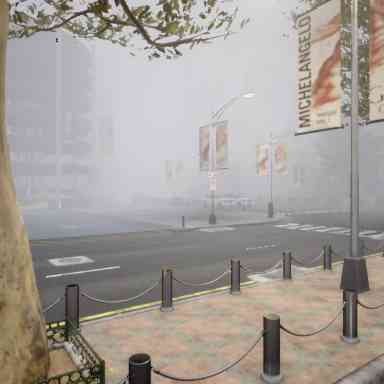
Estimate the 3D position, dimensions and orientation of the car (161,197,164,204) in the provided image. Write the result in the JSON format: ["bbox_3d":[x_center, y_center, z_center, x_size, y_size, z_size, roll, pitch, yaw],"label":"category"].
[{"bbox_3d":[-5.765,1.601,63.974,4.718,1.301,1.895,0,0,43],"label":"car"}]

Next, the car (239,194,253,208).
[{"bbox_3d":[6.425,1.221,48.576,2.150,2.045,5.566,0,0,-35],"label":"car"}]

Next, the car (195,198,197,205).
[{"bbox_3d":[0.715,1.601,56.502,1.895,1.301,4.718,0,0,-37],"label":"car"}]

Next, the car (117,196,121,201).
[{"bbox_3d":[-19.513,1.418,79.668,5.008,1.535,1.882,0,0,12],"label":"car"}]

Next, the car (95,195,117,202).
[{"bbox_3d":[-20.478,1.450,76.304,4.892,1.490,1.837,0,0,12],"label":"car"}]

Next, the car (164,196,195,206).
[{"bbox_3d":[-2.147,1.505,54.463,1.837,1.490,4.892,0,0,-37],"label":"car"}]

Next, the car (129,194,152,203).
[{"bbox_3d":[-11.237,1.355,72.586,4.553,1.767,2.097,0,0,26],"label":"car"}]

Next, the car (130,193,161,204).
[{"bbox_3d":[-9.088,1.221,62.283,5.566,2.045,2.150,0,0,40],"label":"car"}]

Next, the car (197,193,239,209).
[{"bbox_3d":[3.569,1.221,46.552,2.150,2.045,5.566,0,0,-35],"label":"car"}]

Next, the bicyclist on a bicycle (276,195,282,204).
[{"bbox_3d":[15.736,1.301,60.476,1.656,1.620,0.582,0,0,-36],"label":"bicyclist on a bicycle"}]
